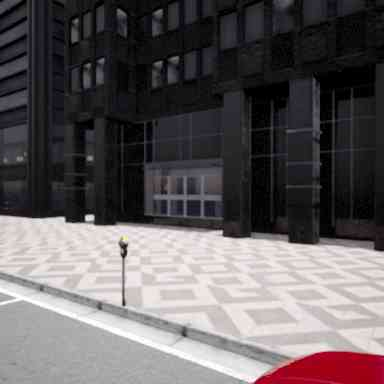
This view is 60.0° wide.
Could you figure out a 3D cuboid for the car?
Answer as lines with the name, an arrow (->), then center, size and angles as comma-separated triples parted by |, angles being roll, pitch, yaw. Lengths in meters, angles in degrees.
car -> 2.278, 1.546, 1.335 | 4.507, 1.381, 1.887 | 0, 0, 36
